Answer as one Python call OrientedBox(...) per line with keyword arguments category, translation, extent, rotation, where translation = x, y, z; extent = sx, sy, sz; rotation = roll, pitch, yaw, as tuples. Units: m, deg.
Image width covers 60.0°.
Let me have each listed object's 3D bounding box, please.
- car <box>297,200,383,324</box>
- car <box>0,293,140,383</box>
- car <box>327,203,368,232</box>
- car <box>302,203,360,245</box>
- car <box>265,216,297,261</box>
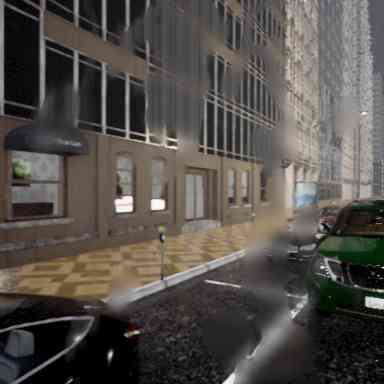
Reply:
OrientedBox(category="car", translation=(4.100, 1.220, 7.030), extent=(2.150, 2.045, 5.566), rotation=(0, 0, 32))
OrientedBox(category="car", translation=(-2.141, 1.557, 2.042), extent=(1.947, 1.339, 4.313), rotation=(0, 0, 32))
OrientedBox(category="car", translation=(9.891, 1.521, 20.965), extent=(1.752, 1.417, 4.829), rotation=(0, 0, 32))
OrientedBox(category="car", translation=(6.951, 1.434, 16.342), extent=(1.967, 1.590, 4.097), rotation=(0, 0, 32))
OrientedBox(category="car", translation=(3.920, 1.543, 11.575), extent=(2.008, 1.369, 4.403), rotation=(0, 0, 32))
